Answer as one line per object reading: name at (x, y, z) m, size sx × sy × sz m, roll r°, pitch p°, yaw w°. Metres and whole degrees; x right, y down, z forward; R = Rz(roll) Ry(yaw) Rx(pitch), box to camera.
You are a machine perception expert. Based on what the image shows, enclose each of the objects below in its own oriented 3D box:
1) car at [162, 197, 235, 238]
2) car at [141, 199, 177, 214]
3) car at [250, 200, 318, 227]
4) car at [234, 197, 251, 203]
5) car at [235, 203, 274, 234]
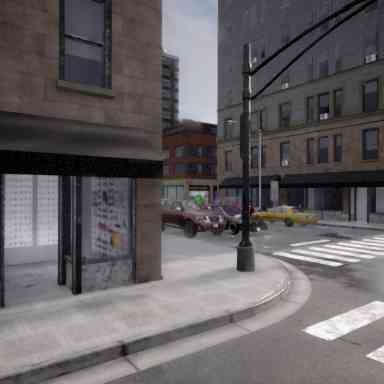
car at (-0.323, 1.286, 17.905) m, size 2.192 × 1.841 × 5.009 m, roll 0°, pitch 0°, yaw -36°
car at (-3.682, 1.531, 36.427) m, size 1.887 × 1.381 × 4.507 m, roll 0°, pitch 0°, yaw -36°
car at (6.115, 1.530, 22.697) m, size 1.752 × 1.417 × 4.829 m, roll 0°, pitch 0°, yaw -36°
car at (2.916, 1.314, 27.182) m, size 2.192 × 1.841 × 5.009 m, roll 0°, pitch 0°, yaw -36°
car at (1.795, 1.529, 19.245) m, size 2.033 × 1.411 × 5.357 m, roll 0°, pitch 0°, yaw -38°
